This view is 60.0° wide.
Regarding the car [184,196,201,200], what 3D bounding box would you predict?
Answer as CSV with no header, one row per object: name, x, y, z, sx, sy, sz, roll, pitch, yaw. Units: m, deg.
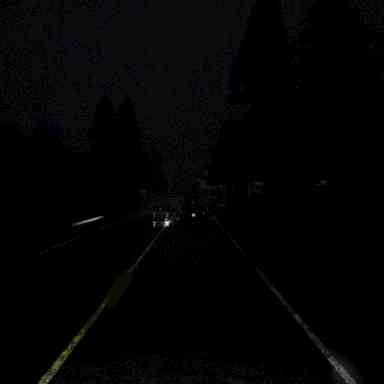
car,0.109,1.289,41.264,2.097,1.767,4.553,0,0,0

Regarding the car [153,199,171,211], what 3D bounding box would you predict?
car,-3.497,1.540,39.513,1.895,1.301,4.718,0,0,0

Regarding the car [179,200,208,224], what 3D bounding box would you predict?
car,0.105,1.525,24.413,1.994,1.385,4.181,0,0,0
